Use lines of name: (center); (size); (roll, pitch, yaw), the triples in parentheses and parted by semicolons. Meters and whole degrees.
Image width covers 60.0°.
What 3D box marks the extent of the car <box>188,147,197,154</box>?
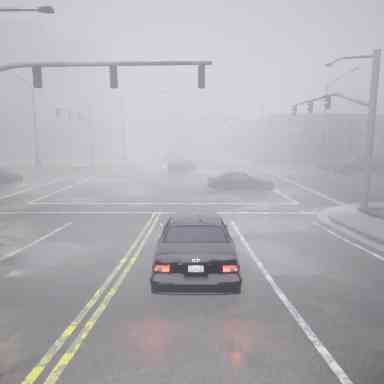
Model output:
car: (0.108, -9.623, 77.847); (1.837, 1.490, 4.892); (0, 9, 0)

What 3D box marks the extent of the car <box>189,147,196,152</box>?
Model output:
car: (0.127, -11.738, 91.453); (1.895, 1.301, 4.718); (0, 9, 0)

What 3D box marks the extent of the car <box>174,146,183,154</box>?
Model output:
car: (-3.401, -8.498, 71.181); (2.033, 1.411, 5.357); (0, 9, 0)

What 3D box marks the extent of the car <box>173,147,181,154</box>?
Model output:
car: (-3.482, -6.877, 60.986); (1.837, 1.490, 4.892); (0, 9, 0)

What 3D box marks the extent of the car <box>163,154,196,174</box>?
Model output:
car: (-1.054, -2.890, 36.276); (1.882, 1.535, 5.008); (4, 10, 18)

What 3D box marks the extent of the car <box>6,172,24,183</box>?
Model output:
car: (-16.683, -1.294, 26.912); (5.357, 1.411, 2.033); (0, 9, 1)

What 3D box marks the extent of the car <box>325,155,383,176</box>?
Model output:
car: (17.071, -2.752, 33.806); (5.566, 2.045, 2.150); (0, 9, 1)

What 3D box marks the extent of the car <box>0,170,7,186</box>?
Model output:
car: (-16.351, -0.786, 23.438); (4.902, 1.511, 2.128); (0, 9, 0)

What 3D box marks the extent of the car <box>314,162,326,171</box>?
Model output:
car: (16.327, -3.048, 37.311); (4.902, 1.511, 2.128); (0, 9, 0)

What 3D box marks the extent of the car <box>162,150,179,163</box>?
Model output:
car: (-3.524, -5.294, 51.508); (2.033, 1.411, 5.357); (0, 9, 0)

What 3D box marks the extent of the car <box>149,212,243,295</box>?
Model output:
car: (0.086, 1.219, 8.383); (2.033, 1.411, 5.357); (0, 4, 0)

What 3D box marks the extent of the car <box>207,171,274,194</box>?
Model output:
car: (3.379, -0.744, 23.369); (4.674, 1.442, 1.812); (0, 9, 0)
